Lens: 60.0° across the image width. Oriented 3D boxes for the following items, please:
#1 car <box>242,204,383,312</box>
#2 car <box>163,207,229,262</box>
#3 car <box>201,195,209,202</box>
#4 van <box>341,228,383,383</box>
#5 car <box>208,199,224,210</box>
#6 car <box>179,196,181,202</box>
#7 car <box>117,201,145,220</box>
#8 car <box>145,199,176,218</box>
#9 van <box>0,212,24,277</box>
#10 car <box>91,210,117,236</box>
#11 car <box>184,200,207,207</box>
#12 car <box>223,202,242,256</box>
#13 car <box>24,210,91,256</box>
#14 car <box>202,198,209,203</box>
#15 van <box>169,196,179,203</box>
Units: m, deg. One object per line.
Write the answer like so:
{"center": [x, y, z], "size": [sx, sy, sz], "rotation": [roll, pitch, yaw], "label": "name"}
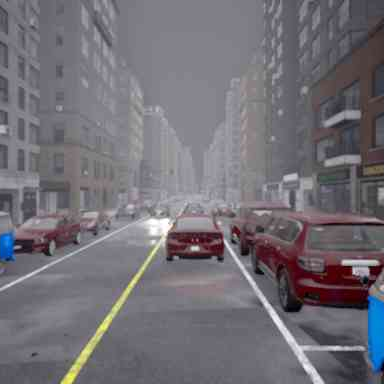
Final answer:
{"center": [2.688, 1.354, 7.690], "size": [2.192, 1.841, 5.009], "rotation": [0, 0, 0], "label": "car"}
{"center": [0.115, 1.539, 12.386], "size": [1.882, 1.535, 5.008], "rotation": [0, 0, 0], "label": "car"}
{"center": [3.566, 2.055, 85.330], "size": [1.967, 1.590, 4.097], "rotation": [0, 0, 1], "label": "car"}
{"center": [2.673, 1.352, 2.033], "size": [1.690, 1.788, 3.998], "rotation": [0, 0, 0], "label": "van"}
{"center": [2.746, 1.618, 30.311], "size": [1.967, 1.590, 4.097], "rotation": [0, 0, 0], "label": "car"}
{"center": [-4.822, 1.979, 91.057], "size": [2.192, 1.841, 5.009], "rotation": [0, 0, 1], "label": "car"}
{"center": [-5.779, 1.759, 30.341], "size": [1.802, 1.307, 4.206], "rotation": [0, 0, 0], "label": "car"}
{"center": [-3.013, 1.685, 32.558], "size": [2.128, 1.511, 4.902], "rotation": [0, 0, 0], "label": "car"}
{"center": [-5.837, 1.379, 7.727], "size": [1.690, 1.788, 3.998], "rotation": [0, 0, 0], "label": "van"}
{"center": [-5.808, 1.679, 19.035], "size": [1.802, 1.307, 4.206], "rotation": [0, 0, 0], "label": "car"}
{"center": [0.175, 1.753, 31.908], "size": [1.994, 1.385, 4.181], "rotation": [0, 0, 0], "label": "car"}
{"center": [2.703, 1.381, 13.347], "size": [2.192, 1.841, 5.009], "rotation": [0, 0, 0], "label": "car"}
{"center": [-5.822, 1.611, 13.381], "size": [1.887, 1.381, 4.507], "rotation": [0, 0, 0], "label": "car"}
{"center": [3.702, 2.229, 90.852], "size": [1.947, 1.339, 4.313], "rotation": [0, 0, 1], "label": "car"}
{"center": [-4.957, 1.957, 85.535], "size": [1.690, 1.788, 3.998], "rotation": [0, 0, 1], "label": "van"}
